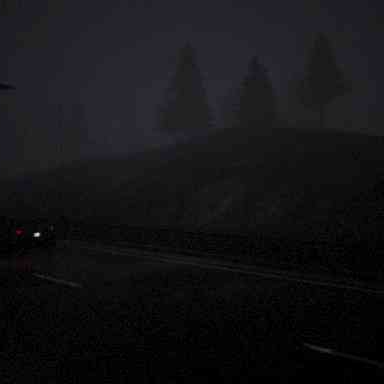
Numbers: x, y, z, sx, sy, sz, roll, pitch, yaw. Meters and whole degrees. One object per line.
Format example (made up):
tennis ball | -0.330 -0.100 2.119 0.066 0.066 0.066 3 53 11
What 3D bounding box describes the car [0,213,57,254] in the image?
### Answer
car | -7.405 1.564 13.536 4.181 1.385 1.994 0 0 35
